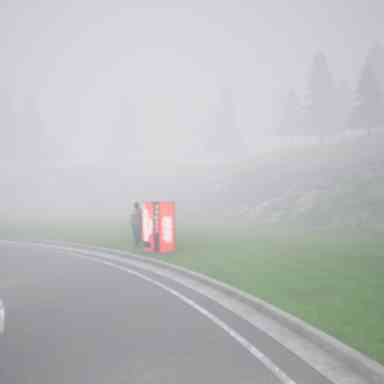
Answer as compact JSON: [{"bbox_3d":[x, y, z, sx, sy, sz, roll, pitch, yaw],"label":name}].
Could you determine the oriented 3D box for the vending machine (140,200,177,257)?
[{"bbox_3d":[-1.302,1.353,12.980,1.100,2.100,0.880,0,-1,-42],"label":"vending machine"}]

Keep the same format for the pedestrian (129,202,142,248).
[{"bbox_3d":[-2.241,1.315,13.521,0.375,1.860,0.375,0,-1,-45],"label":"pedestrian"}]
